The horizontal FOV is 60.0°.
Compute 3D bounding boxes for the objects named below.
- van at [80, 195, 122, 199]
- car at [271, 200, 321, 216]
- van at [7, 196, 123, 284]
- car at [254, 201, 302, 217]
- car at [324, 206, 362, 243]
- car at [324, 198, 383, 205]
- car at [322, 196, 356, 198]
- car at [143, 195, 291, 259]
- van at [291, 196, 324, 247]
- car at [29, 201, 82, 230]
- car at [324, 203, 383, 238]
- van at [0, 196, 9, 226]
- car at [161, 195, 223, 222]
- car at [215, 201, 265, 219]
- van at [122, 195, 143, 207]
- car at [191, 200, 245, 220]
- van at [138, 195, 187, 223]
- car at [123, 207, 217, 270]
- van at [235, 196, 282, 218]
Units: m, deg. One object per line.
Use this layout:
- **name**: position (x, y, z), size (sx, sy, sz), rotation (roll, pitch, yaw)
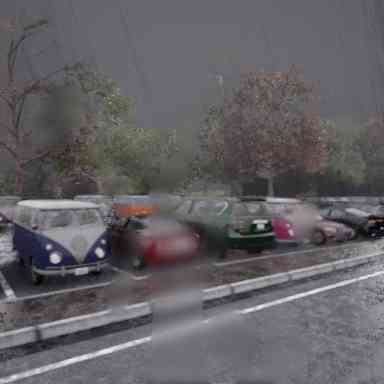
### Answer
- **van**: position (-6.860, 1.214, 23.265), size (1.878, 1.987, 4.442), rotation (0, 0, -35)
- **car**: position (11.234, 1.694, 36.284), size (2.097, 1.535, 5.008), rotation (1, 0, -35)
- **van**: position (-3.798, 1.224, 9.389), size (1.878, 1.987, 4.442), rotation (0, 0, -35)
- **car**: position (8.870, 1.702, 34.611), size (2.002, 1.452, 4.674), rotation (1, 0, -35)
- **car**: position (5.163, 1.543, 15.915), size (2.002, 1.452, 4.674), rotation (1, 0, -35)
- **car**: position (9.707, 1.441, 19.109), size (2.185, 1.767, 4.553), rotation (1, 0, -35)
- **car**: position (15.763, 1.507, 39.481), size (2.435, 2.045, 5.566), rotation (1, 0, -35)
- **car**: position (0.628, 1.188, 12.718), size (2.435, 2.045, 5.566), rotation (1, 0, -35)
- **van**: position (2.973, 1.245, 14.210), size (1.878, 1.987, 4.442), rotation (1, 0, -35)
- **car**: position (-9.065, 1.437, 21.844), size (2.097, 1.535, 5.008), rotation (0, 0, -35)
- **car**: position (7.430, 1.535, 17.519), size (2.097, 1.535, 5.008), rotation (1, 0, -35)
- **van**: position (-11.252, 1.224, 20.138), size (1.878, 1.987, 4.442), rotation (0, 0, -35)
- **car**: position (-0.135, 1.284, 28.162), size (2.435, 2.045, 5.566), rotation (1, 0, -35)
- **car**: position (4.462, 1.640, 31.467), size (2.002, 1.452, 4.674), rotation (1, 0, -35)
- **van**: position (-4.631, 1.247, 25.139), size (1.878, 1.987, 4.442), rotation (1, 0, -35)
- **car**: position (2.207, 1.568, 29.857), size (2.097, 1.535, 5.008), rotation (1, 0, -35)
- **van**: position (-2.476, 1.277, 26.673), size (1.878, 1.987, 4.442), rotation (1, 0, -35)
- **car**: position (-1.615, 1.467, 11.122), size (2.163, 1.488, 4.792), rotation (0, 0, -35)
- **van**: position (6.550, 1.404, 33.099), size (1.878, 1.987, 4.442), rotation (1, 0, -35)
